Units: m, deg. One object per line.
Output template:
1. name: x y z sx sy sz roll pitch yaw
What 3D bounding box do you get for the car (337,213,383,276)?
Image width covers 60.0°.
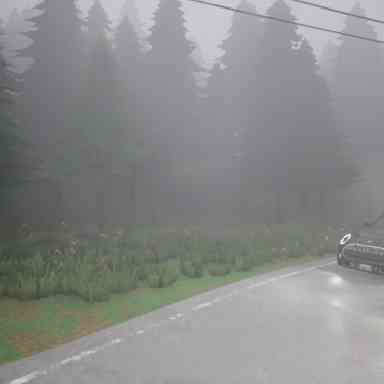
1. car: 6.307 1.320 9.641 4.553 1.767 2.097 0 0 -32
